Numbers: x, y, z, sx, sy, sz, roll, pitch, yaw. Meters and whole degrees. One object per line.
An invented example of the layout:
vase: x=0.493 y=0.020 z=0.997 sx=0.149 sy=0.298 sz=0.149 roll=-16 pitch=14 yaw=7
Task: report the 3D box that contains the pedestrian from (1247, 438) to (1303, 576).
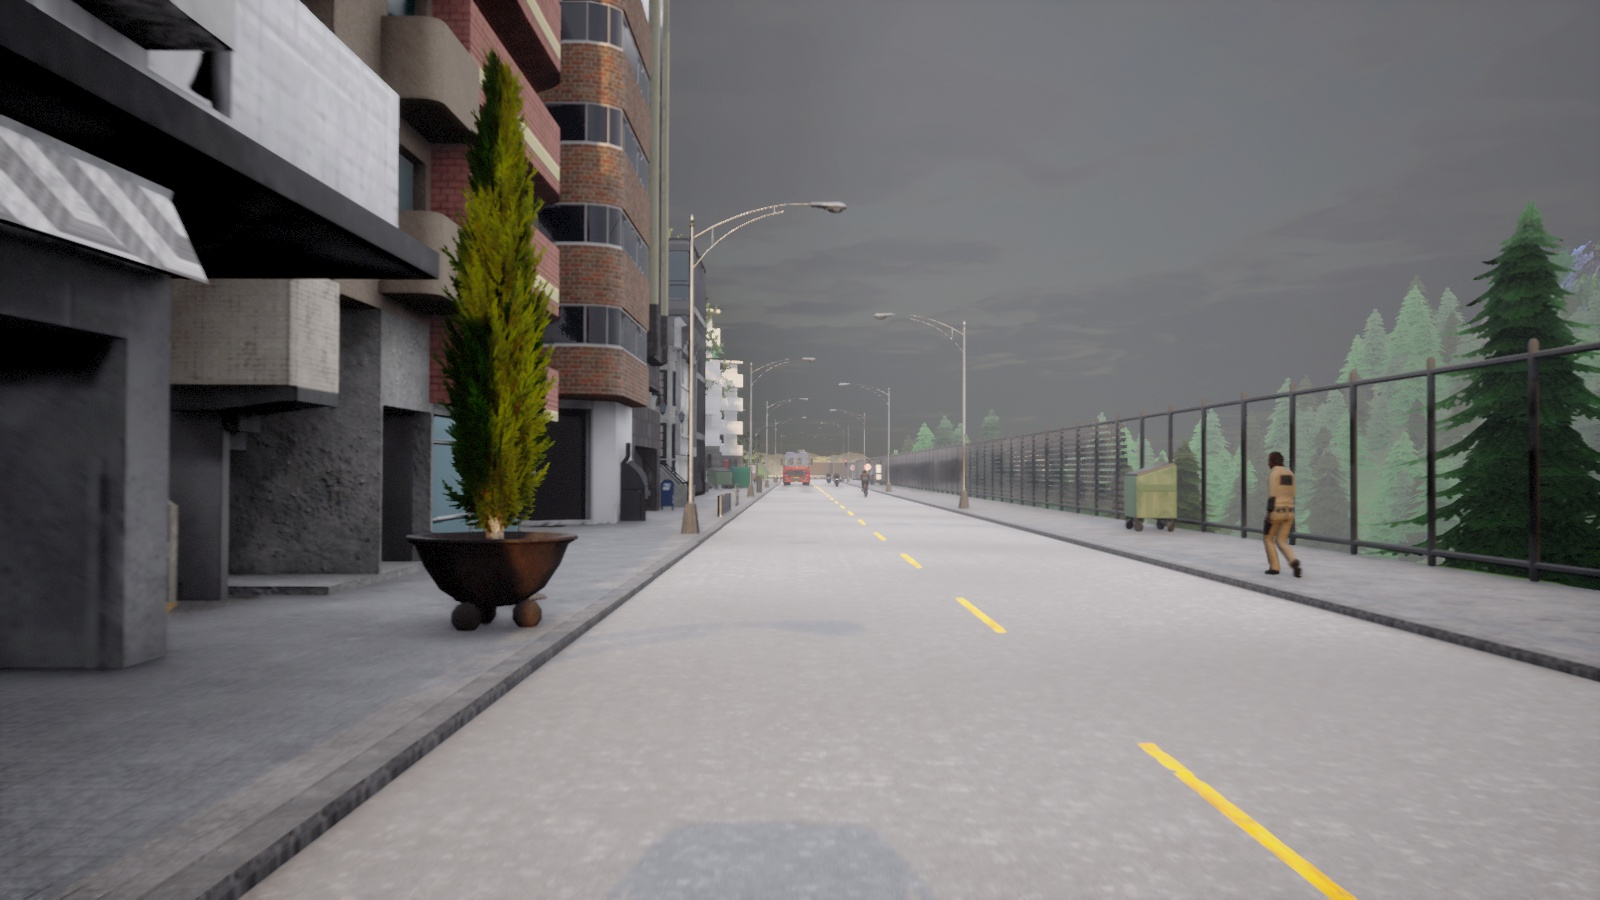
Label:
pedestrian: x=6.762 y=0.797 z=17.882 sx=0.396 sy=1.930 sz=0.692 roll=0 pitch=-1 yaw=-15
